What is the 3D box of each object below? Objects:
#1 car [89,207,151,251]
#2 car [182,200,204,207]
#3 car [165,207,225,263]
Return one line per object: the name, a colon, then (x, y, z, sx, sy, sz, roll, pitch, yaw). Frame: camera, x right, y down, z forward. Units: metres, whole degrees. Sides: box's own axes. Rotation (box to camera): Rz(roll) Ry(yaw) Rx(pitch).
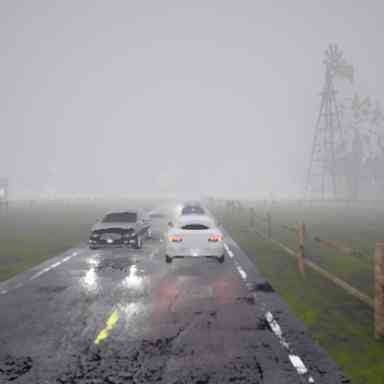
car: (-2.854, 1.447, 13.996, 1.837, 1.490, 4.892, 0, 0, 0)
car: (0.086, 1.437, 29.910, 1.994, 1.385, 4.181, 0, 0, 0)
car: (0.091, 1.478, 11.604, 1.812, 1.442, 4.674, 0, 0, 0)
